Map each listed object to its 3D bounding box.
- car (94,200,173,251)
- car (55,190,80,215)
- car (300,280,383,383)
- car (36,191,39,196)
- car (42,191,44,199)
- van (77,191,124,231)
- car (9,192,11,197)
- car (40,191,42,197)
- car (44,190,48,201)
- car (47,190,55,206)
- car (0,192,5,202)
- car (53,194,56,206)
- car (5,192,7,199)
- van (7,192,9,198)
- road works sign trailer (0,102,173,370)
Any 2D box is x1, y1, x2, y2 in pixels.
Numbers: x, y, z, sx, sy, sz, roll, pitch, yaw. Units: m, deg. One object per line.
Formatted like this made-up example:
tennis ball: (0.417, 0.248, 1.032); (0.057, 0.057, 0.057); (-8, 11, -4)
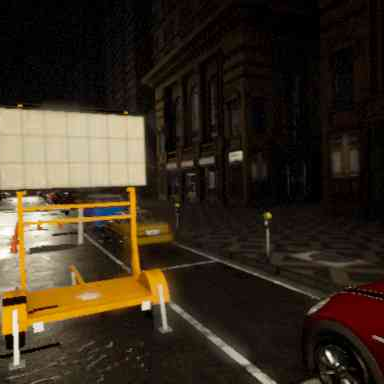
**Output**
car: (-2.288, 1.232, 12.723); (1.752, 1.417, 4.829); (-3, 2, -26)
car: (-9.713, 0.848, 27.605); (2.192, 1.841, 5.009); (-3, 2, -26)
car: (2.782, 1.268, 2.540); (1.967, 1.590, 4.097); (-3, 2, -26)
car: (-34.684, 0.517, 77.748); (1.887, 1.381, 4.507); (-3, 2, -26)
car: (-22.193, 0.817, 52.680); (1.947, 1.339, 4.313); (-3, 2, -26)
van: (-4.716, 0.990, 17.579); (1.690, 1.788, 3.998); (-3, 2, -26)
car: (-44.804, 0.804, 78.959); (1.887, 1.381, 4.507); (-3, 2, -26)
car: (-24.696, 0.635, 57.690); (1.967, 1.590, 4.097); (-3, 2, -26)
car: (-19.700, 0.747, 47.663); (1.967, 1.590, 4.097); (-3, 2, -26)
car: (-14.709, 0.734, 37.632); (2.192, 1.841, 5.009); (-3, 2, -26)
car: (-34.815, 0.922, 58.899); (1.967, 1.590, 4.097); (-3, 2, -26)
car: (-12.202, 1.057, 32.626); (1.802, 1.307, 4.206); (-3, 2, -26)
car: (-37.309, 0.971, 63.916); (1.887, 1.381, 4.507); (-3, 2, -26)
van: (-42.313, 0.656, 73.939); (1.690, 1.788, 3.998); (-3, 2, -26)
road works sign trailer: (-1.967, 0.350, 5.799); (2.380, 3.560, 2.880); (-3, 2, -26)
